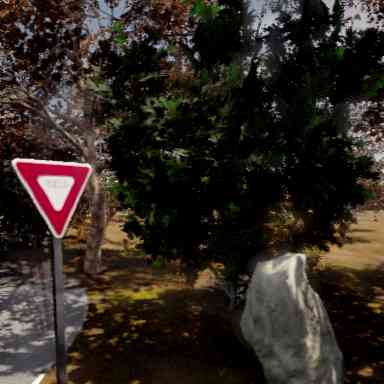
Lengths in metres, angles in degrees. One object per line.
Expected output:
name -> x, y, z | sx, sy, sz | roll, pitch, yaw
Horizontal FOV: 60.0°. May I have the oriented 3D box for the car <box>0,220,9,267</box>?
car -> -8.052, 1.544, 10.340 | 5.566, 2.045, 2.150 | -3, -4, 31
